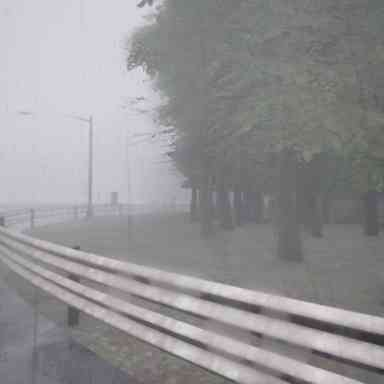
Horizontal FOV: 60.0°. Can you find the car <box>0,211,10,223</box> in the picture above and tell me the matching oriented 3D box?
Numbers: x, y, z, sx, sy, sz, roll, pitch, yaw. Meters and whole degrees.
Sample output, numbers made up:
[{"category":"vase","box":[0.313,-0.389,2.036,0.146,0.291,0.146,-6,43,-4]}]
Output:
[{"category":"car","box":[-15.154,1.849,24.612,1.812,1.442,4.674,0,-1,-10]}]
